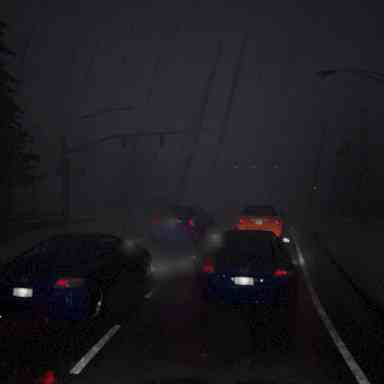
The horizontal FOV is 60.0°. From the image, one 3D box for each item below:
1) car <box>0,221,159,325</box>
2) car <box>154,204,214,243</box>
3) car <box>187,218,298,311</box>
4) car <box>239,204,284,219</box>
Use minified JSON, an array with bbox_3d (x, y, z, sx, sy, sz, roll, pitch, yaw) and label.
[{"bbox_3d":[-2.329,1.570,7.276,1.994,1.385,4.181,0,0,11],"label":"car"},{"bbox_3d":[-0.281,1.363,16.045,2.097,1.767,4.553,0,0,14],"label":"car"},{"bbox_3d":[1.374,1.570,7.941,1.994,1.385,4.181,0,0,13],"label":"car"},{"bbox_3d":[3.467,1.364,16.598,2.097,1.767,4.553,0,0,14],"label":"car"}]
